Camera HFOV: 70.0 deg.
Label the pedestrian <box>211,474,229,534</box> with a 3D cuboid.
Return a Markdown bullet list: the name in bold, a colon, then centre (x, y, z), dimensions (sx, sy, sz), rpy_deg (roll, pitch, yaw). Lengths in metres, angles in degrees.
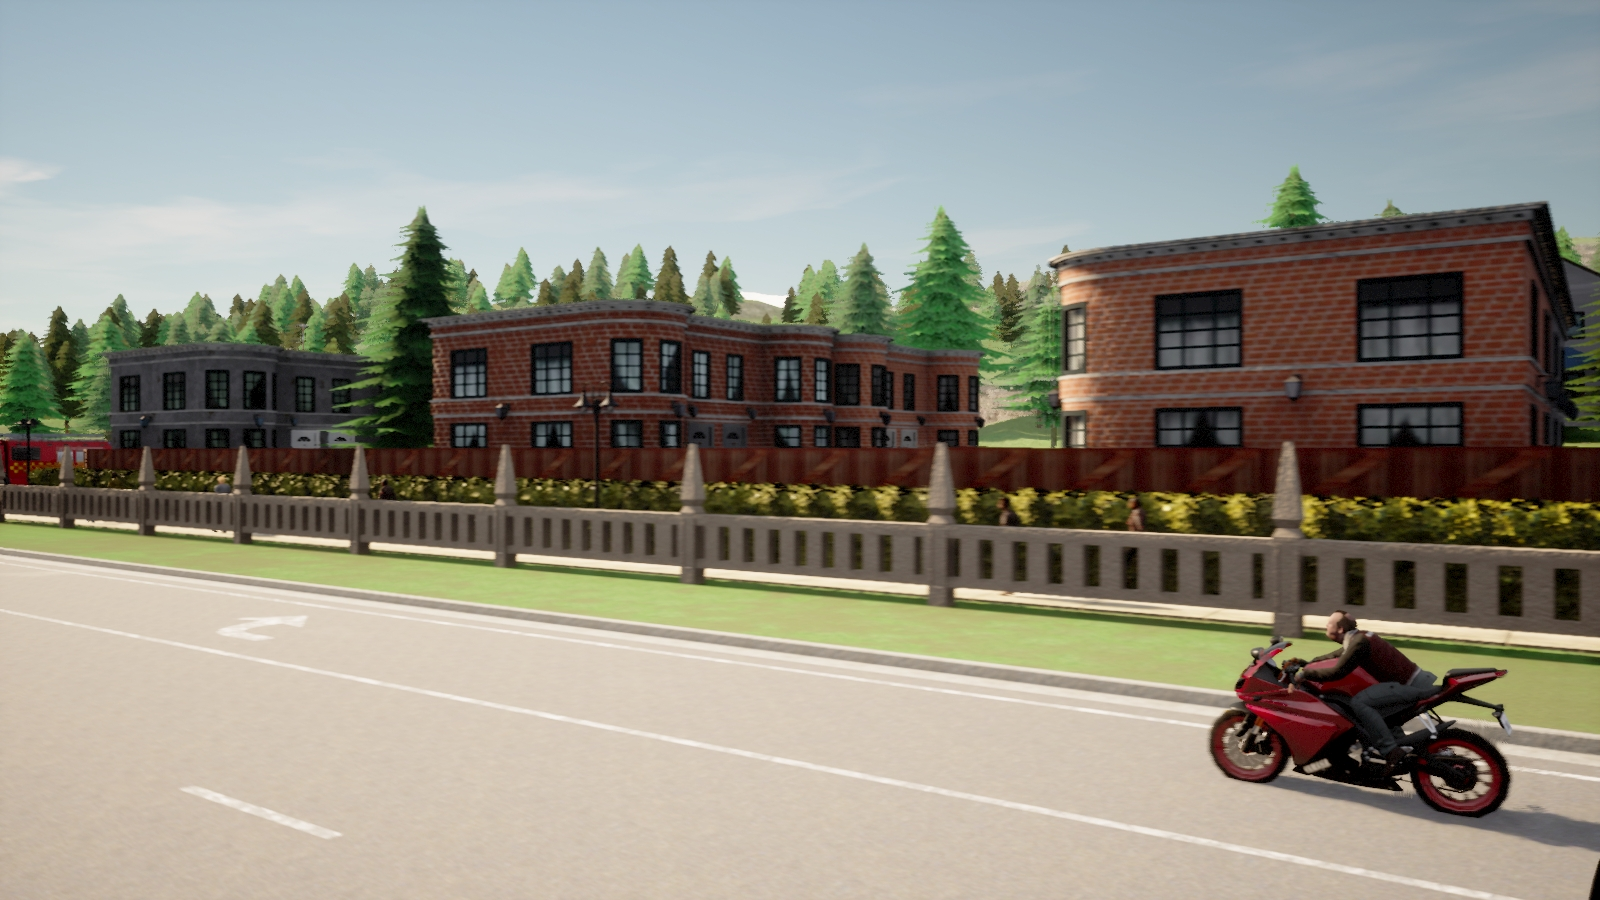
- **pedestrian**: centre (-18.212, 1.696, 35.857), dimensions (0.375, 1.860, 0.375), rpy_deg (0, 0, 36)

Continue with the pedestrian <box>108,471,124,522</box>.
- **pedestrian**: centre (-25.299, 1.699, 42.250), dimensions (0.375, 1.860, 0.375), rpy_deg (0, 0, 35)

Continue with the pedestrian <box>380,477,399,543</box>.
- **pedestrian**: centre (-11.717, 1.696, 32.614), dimensions (0.375, 1.860, 0.375), rpy_deg (0, 0, 36)

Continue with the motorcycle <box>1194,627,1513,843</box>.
- **motorcycle**: centre (4.434, 2.205, 9.225), dimensions (2.209, 1.251, 0.867), rpy_deg (0, 0, 35)

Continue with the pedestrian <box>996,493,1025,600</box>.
- **pedestrian**: centre (3.741, 1.697, 20.324), dimensions (0.375, 1.860, 0.375), rpy_deg (0, 0, 35)

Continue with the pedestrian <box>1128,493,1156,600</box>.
- **pedestrian**: centre (6.057, 1.698, 20.239), dimensions (0.375, 1.860, 0.375), rpy_deg (0, 0, 33)
